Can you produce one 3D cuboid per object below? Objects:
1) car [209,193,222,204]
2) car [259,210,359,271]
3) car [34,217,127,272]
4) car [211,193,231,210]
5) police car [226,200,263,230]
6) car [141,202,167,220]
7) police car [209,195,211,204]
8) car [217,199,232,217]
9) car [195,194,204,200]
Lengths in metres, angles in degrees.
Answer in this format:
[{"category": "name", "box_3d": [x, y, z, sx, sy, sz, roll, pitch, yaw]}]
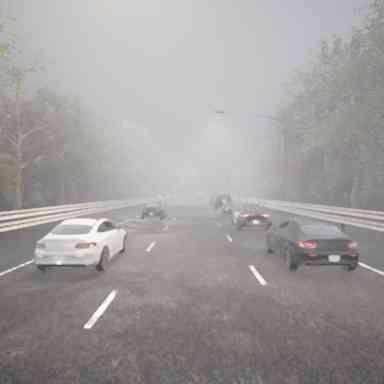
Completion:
[{"category": "car", "box_3d": [4.529, 1.257, 64.940, 2.150, 2.045, 5.566, 0, 0, 2]}, {"category": "car", "box_3d": [3.642, 1.535, 10.773, 1.812, 1.442, 4.674, 0, 0, 0]}, {"category": "car", "box_3d": [-3.359, 1.533, 10.742, 1.812, 1.442, 4.674, 0, 0, 0]}, {"category": "car", "box_3d": [3.961, 1.250, 43.037, 2.150, 2.045, 5.566, 0, 0, 1]}, {"category": "police car", "box_3d": [3.618, 1.522, 21.100, 2.038, 1.542, 4.974, 0, 0, 1]}, {"category": "car", "box_3d": [-3.197, 1.545, 28.524, 1.812, 1.442, 4.674, 0, 0, 1]}, {"category": "police car", "box_3d": [4.217, 1.538, 53.959, 2.038, 1.542, 4.974, 0, 0, 1]}, {"category": "car", "box_3d": [3.762, 1.624, 32.084, 1.895, 1.301, 4.718, 0, 0, 1]}, {"category": "car", "box_3d": [1.731, 1.484, 85.202, 1.895, 1.301, 4.718, 0, 0, 2]}]
